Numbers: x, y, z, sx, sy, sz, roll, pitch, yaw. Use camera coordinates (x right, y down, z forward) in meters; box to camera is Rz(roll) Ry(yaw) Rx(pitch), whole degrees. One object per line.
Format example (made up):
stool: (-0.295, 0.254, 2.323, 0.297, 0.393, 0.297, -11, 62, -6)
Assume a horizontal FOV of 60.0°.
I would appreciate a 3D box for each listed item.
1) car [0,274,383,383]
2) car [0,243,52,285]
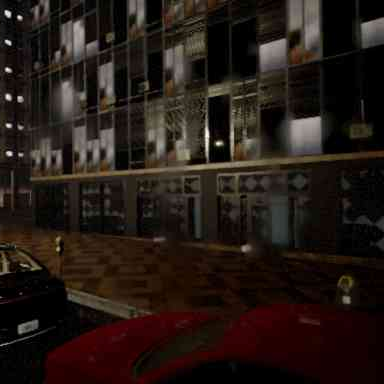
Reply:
car: (0.718, 1.543, 2.340, 4.507, 1.381, 1.887, 0, -1, 36)
car: (-3.919, 1.531, 5.649, 4.403, 1.369, 2.008, 0, -1, 36)
